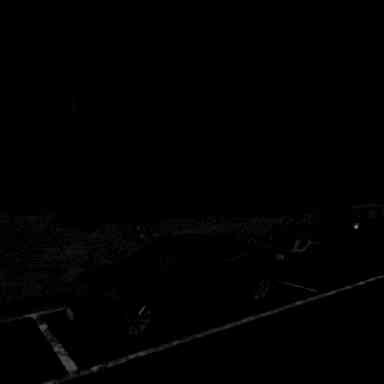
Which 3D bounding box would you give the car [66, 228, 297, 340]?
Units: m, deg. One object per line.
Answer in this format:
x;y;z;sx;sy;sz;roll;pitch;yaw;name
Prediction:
-0.166;1.557;6.555;4.313;1.339;1.947;0;0;-36;car

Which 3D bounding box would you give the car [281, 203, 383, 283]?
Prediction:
4.228;1.280;9.737;5.009;1.841;2.192;0;0;-36;car
